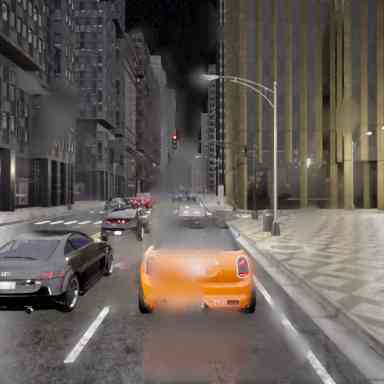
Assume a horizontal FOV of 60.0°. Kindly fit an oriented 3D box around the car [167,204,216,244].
[{"bbox_3d":[0.012,1.479,16.788,2.128,1.511,4.902,0,0,1],"label":"car"}]

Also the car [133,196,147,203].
[{"bbox_3d":[-9.875,1.459,63.882,1.895,1.301,4.718,0,0,0],"label":"car"}]

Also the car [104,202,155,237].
[{"bbox_3d":[-3.167,1.492,16.581,1.837,1.490,4.892,0,0,0],"label":"car"}]

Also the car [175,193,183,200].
[{"bbox_3d":[-3.352,1.118,84.332,1.837,1.490,4.892,0,0,0],"label":"car"}]

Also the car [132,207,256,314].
[{"bbox_3d":[0.095,1.349,7.781,2.097,1.767,4.553,0,0,0],"label":"car"}]

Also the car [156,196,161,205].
[{"bbox_3d":[-6.652,1.416,54.951,1.812,1.442,4.674,0,0,0],"label":"car"}]

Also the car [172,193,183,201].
[{"bbox_3d":[-3.339,1.168,74.296,2.097,1.767,4.553,0,0,0],"label":"car"}]

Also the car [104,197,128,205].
[{"bbox_3d":[-9.899,1.437,42.685,1.837,1.490,4.892,0,0,0],"label":"car"}]

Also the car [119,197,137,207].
[{"bbox_3d":[-9.908,1.466,51.598,1.994,1.385,4.181,0,0,0],"label":"car"}]

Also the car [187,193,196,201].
[{"bbox_3d":[-0.089,1.337,74.331,1.812,1.442,4.674,0,0,0],"label":"car"}]

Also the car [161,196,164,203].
[{"bbox_3d":[-6.611,1.399,65.671,2.033,1.411,5.357,0,0,1],"label":"car"}]

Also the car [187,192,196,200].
[{"bbox_3d":[-0.101,0.973,84.305,2.097,1.767,4.553,0,0,0],"label":"car"}]

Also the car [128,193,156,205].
[{"bbox_3d":[-6.625,1.147,44.800,2.150,2.045,5.566,0,0,2],"label":"car"}]

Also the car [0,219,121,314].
[{"bbox_3d":[-3.165,1.561,7.684,1.994,1.385,4.181,0,0,0],"label":"car"}]
